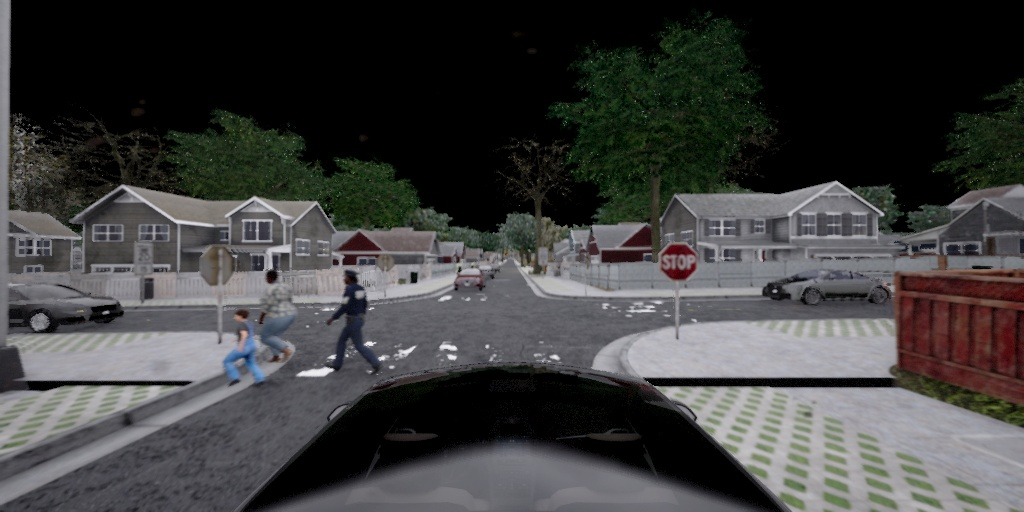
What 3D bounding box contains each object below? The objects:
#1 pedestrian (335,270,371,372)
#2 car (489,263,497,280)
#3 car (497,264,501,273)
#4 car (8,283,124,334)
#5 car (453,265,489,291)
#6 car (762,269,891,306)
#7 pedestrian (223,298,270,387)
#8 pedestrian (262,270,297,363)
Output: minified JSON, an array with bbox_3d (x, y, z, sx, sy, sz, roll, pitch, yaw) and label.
[{"bbox_3d":[-2.738,1.100,6.196,0.375,1.860,0.375,0,-1,0],"label":"pedestrian"},{"bbox_3d":[-2.842,1.735,38.521,1.812,1.442,4.674,0,-1,0],"label":"car"},{"bbox_3d":[-2.779,1.946,57.253,1.837,1.490,4.892,0,-1,1],"label":"car"},{"bbox_3d":[-15.646,1.627,11.648,4.892,1.490,1.837,-1,-1,-1],"label":"car"},{"bbox_3d":[-2.845,1.567,25.000,1.812,1.442,4.674,0,-1,0],"label":"car"},{"bbox_3d":[12.868,1.231,14.863,4.181,1.385,1.994,-1,-1,0],"label":"car"},{"bbox_3d":[-4.135,1.373,5.593,0.375,1.300,0.375,0,-1,0],"label":"pedestrian"},{"bbox_3d":[-4.435,1.108,6.797,0.375,1.860,0.375,0,-1,0],"label":"pedestrian"}]
